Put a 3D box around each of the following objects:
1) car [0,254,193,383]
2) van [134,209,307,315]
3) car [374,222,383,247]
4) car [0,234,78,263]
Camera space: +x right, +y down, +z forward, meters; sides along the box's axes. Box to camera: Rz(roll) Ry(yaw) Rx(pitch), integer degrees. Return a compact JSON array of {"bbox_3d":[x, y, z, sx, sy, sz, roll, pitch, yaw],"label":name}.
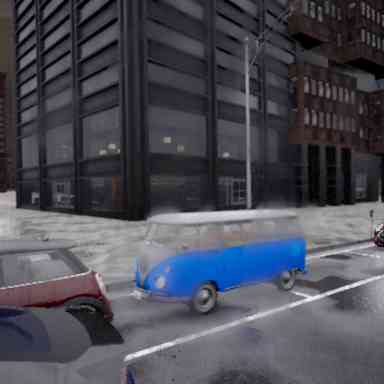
[{"bbox_3d":[-2.622,1.502,1.512,4.902,1.511,2.128,-1,0,-35],"label":"car"},{"bbox_3d":[0.726,1.304,7.177,3.998,1.788,1.690,-1,0,-35],"label":"van"},{"bbox_3d":[8.834,1.324,12.946,4.097,1.590,1.967,-1,0,-35],"label":"car"},{"bbox_3d":[-3.254,1.442,4.343,4.097,1.590,1.967,-1,0,-35],"label":"car"}]
